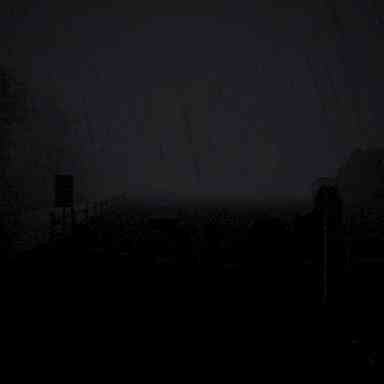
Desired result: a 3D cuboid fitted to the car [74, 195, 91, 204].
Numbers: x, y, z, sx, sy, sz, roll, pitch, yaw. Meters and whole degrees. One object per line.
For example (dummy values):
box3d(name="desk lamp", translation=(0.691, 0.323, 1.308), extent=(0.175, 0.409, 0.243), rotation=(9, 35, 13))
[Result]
box3d(name="car", translation=(-16.534, 1.109, 50.390), extent=(1.994, 1.385, 4.181), rotation=(0, 1, -9))
